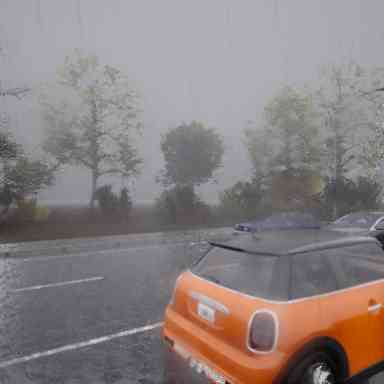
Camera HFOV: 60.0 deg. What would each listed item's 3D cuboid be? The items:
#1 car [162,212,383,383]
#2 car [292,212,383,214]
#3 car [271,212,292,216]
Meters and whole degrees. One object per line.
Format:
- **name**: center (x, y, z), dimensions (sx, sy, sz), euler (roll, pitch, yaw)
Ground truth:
- **car**: center (1.929, 1.343, 4.826), dimensions (4.553, 1.767, 2.097), euler (0, 0, -33)
- **car**: center (6.170, 1.471, 11.698), dimensions (4.902, 1.511, 2.128), euler (0, 0, -29)
- **car**: center (4.120, 1.567, 14.593), dimensions (4.718, 1.301, 1.895), euler (0, 0, -29)
